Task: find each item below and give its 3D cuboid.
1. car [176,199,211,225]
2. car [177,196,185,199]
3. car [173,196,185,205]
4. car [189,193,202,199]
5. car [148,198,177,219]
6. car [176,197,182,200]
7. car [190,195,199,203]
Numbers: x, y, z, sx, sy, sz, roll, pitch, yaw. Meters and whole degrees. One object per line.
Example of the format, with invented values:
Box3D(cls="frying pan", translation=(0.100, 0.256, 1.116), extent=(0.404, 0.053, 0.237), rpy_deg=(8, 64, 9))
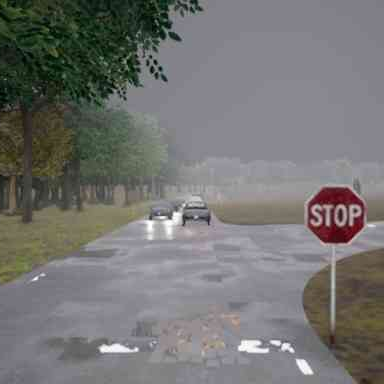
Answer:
Box3D(cls="car", translation=(0.290, 1.426, 23.025), extent=(2.128, 1.511, 4.902), rpy_deg=(0, -2, 1))
Box3D(cls="car", translation=(-2.408, 1.544, 49.502), extent=(2.033, 1.411, 5.357), rpy_deg=(0, 0, 0))
Box3D(cls="car", translation=(-2.287, 1.526, 60.051), extent=(1.812, 1.442, 4.674), rpy_deg=(0, 0, 1))
Box3D(cls="car", translation=(0.615, 1.221, 60.977), extent=(2.150, 2.045, 5.566), rpy_deg=(0, 0, 0))
Box3D(cls="car", translation=(-2.588, 1.491, 28.825), extent=(1.837, 1.490, 4.892), rpy_deg=(0, 0, 0))
Box3D(cls="car", translation=(-2.497, 1.590, 38.905), extent=(1.895, 1.301, 4.718), rpy_deg=(0, 0, 1))
Box3D(cls="car", translation=(0.599, 1.472, 71.329), extent=(1.882, 1.535, 5.008), rpy_deg=(0, 0, 0))
